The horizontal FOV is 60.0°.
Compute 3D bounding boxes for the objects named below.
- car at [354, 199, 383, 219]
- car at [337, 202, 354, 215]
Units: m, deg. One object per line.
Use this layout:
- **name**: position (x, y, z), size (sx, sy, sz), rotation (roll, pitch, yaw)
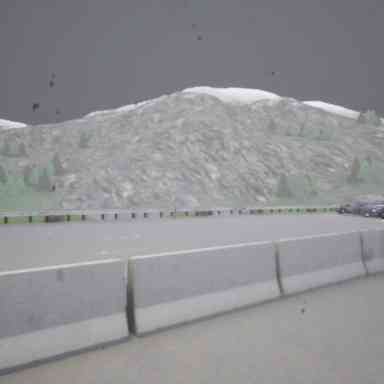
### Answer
- **car**: position (17.174, 1.417, 29.609), size (4.553, 1.767, 2.097), rotation (0, 0, -24)
- **car**: position (16.503, 1.627, 33.151), size (4.181, 1.385, 1.994), rotation (0, 0, -24)
